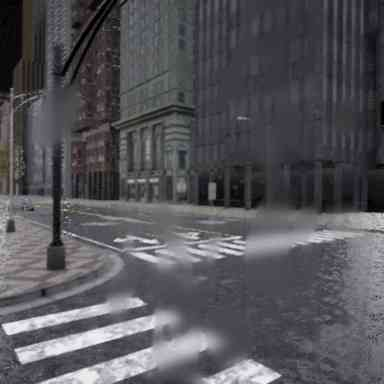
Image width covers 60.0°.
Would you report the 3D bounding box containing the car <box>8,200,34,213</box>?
[{"bbox_3d":[-18.574,1.517,36.138,1.994,1.385,4.181,0,1,-38],"label":"car"}]
